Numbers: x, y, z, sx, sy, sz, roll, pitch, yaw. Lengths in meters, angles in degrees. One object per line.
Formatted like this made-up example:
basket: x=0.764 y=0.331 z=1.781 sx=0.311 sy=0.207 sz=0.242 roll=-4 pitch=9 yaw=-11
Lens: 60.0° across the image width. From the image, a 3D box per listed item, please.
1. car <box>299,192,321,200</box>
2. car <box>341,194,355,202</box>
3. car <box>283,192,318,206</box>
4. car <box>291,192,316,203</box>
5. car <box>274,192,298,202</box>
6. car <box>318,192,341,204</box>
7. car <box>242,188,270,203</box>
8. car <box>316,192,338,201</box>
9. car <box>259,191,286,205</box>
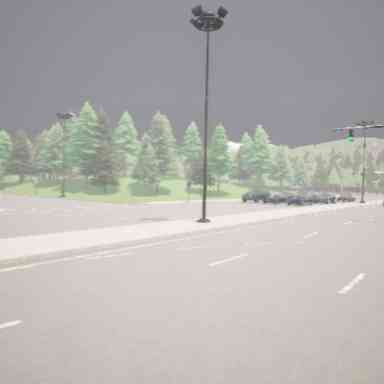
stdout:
car: x=22.002 y=0.720 z=62.001 sx=2.128 sy=1.511 sz=4.902 roll=2 pitch=1 yaw=40
car: x=25.945 y=0.996 z=55.874 sx=1.994 sy=1.385 sz=4.181 roll=2 pitch=1 yaw=41
car: x=13.580 y=1.058 z=41.388 sx=1.895 sy=1.301 sz=4.718 roll=2 pitch=1 yaw=40
car: x=17.175 y=0.848 z=51.016 sx=1.837 sy=1.490 sz=4.892 roll=2 pitch=1 yaw=41
car: x=15.450 y=0.745 z=54.367 sx=1.837 sy=1.490 sz=4.892 roll=2 pitch=2 yaw=41
car: x=19.440 y=0.949 z=48.298 sx=1.837 sy=1.490 sz=4.892 roll=2 pitch=1 yaw=41
car: x=9.237 y=0.476 z=47.052 sx=2.150 sy=2.045 sz=5.566 roll=2 pitch=1 yaw=41
car: x=23.981 y=0.821 z=58.931 sx=2.128 sy=1.511 sz=4.902 roll=2 pitch=1 yaw=40
car: x=11.141 y=0.957 z=43.916 sx=1.895 sy=1.301 sz=4.718 roll=2 pitch=1 yaw=40
